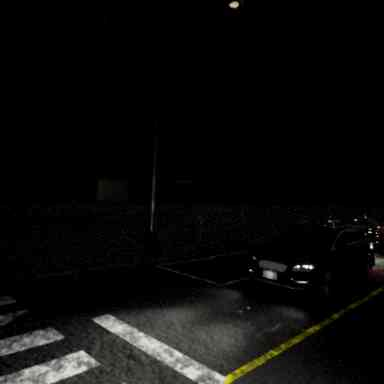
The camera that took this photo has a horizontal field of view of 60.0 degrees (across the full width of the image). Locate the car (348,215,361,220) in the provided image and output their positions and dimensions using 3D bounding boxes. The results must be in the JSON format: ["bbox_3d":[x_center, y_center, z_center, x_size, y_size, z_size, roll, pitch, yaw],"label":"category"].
[{"bbox_3d":[5.571,1.828,14.883,2.008,1.369,4.403,2,0,45],"label":"car"}]

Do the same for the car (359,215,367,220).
[{"bbox_3d":[9.448,1.979,18.795,1.752,1.417,4.829,2,0,45],"label":"car"}]

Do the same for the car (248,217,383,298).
[{"bbox_3d":[3.468,1.660,9.150,2.128,1.511,4.902,2,0,45],"label":"car"}]

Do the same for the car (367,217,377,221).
[{"bbox_3d":[10.457,1.966,16.208,1.882,1.535,5.008,2,0,45],"label":"car"}]
